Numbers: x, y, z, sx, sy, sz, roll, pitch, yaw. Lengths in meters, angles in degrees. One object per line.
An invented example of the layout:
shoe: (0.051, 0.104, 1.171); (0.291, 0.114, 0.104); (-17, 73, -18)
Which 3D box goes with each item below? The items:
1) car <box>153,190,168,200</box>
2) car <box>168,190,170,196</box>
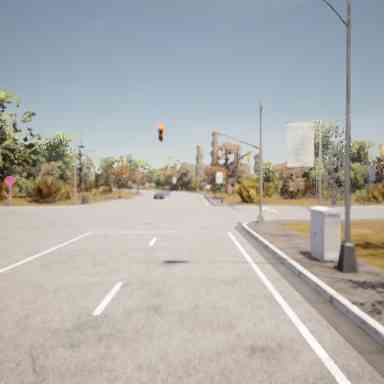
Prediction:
car: (-6.486, 0.691, 65.428); (1.882, 1.535, 5.008); (0, 1, 1)
car: (-6.393, 0.201, 81.758); (1.882, 1.535, 5.008); (0, 2, 0)
